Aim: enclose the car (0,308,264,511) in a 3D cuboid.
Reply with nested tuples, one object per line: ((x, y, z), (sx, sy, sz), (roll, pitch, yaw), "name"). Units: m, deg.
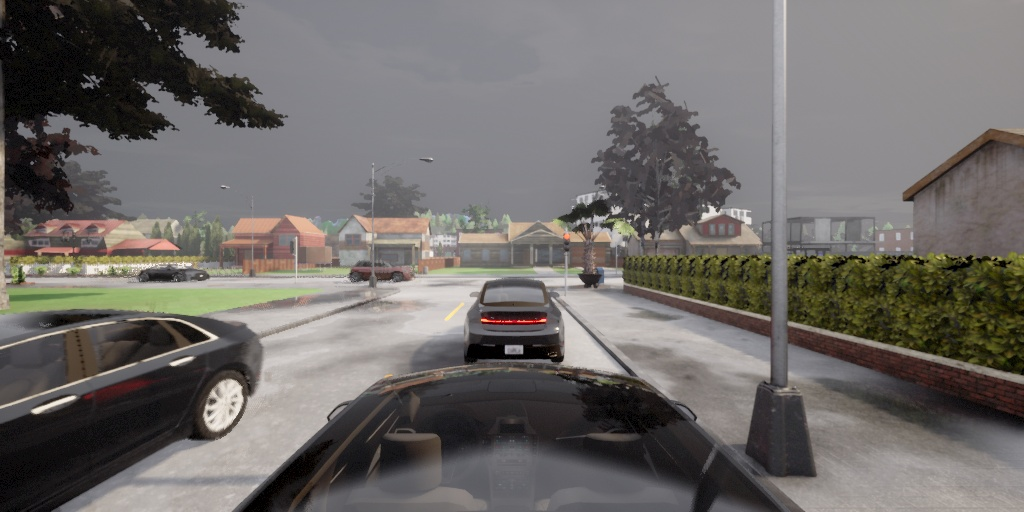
((-4.083, 1.254, 2.576), (1.837, 1.490, 4.892), (0, 0, 0), "car")

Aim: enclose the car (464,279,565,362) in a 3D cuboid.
((0.055, 1.253, 8.167), (1.837, 1.490, 4.892), (0, 0, 1), "car")

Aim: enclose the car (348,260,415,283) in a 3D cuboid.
((-9.655, 1.096, 26.829), (4.553, 1.767, 2.097), (0, 0, 0), "car")

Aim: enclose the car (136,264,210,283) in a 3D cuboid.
((-25.247, 1.308, 26.814), (4.181, 1.385, 1.994), (0, 0, 0), "car")
